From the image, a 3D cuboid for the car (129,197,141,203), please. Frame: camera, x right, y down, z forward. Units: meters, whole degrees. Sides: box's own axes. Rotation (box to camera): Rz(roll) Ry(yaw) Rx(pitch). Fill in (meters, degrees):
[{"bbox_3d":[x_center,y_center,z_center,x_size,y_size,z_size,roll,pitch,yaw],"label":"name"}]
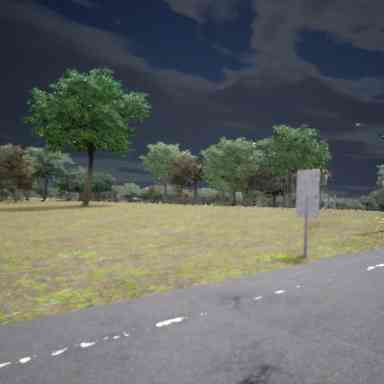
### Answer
[{"bbox_3d":[-14.427,2.030,84.425,1.882,1.535,5.008,3,-3,-27],"label":"car"}]
